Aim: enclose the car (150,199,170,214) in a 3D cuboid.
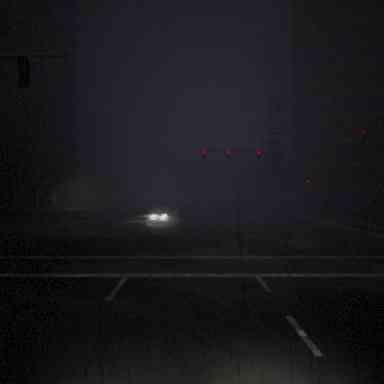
[{"bbox_3d":[-3.492,1.589,36.720,2.128,1.511,4.902,0,1,0],"label":"car"}]
